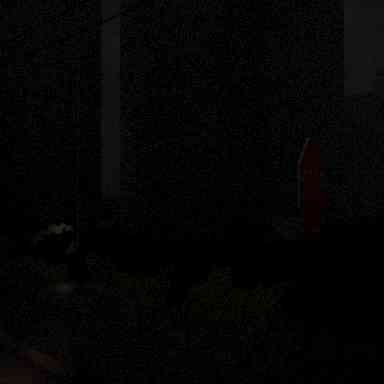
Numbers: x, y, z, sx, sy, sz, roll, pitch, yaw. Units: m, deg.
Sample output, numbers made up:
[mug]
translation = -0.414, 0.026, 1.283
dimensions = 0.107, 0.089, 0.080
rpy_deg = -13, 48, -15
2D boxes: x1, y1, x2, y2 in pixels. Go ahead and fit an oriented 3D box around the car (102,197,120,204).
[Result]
[car]
translation = -12.007, 1.515, 48.652
dimensions = 1.882, 1.535, 5.008
rpy_deg = 0, 0, 35
